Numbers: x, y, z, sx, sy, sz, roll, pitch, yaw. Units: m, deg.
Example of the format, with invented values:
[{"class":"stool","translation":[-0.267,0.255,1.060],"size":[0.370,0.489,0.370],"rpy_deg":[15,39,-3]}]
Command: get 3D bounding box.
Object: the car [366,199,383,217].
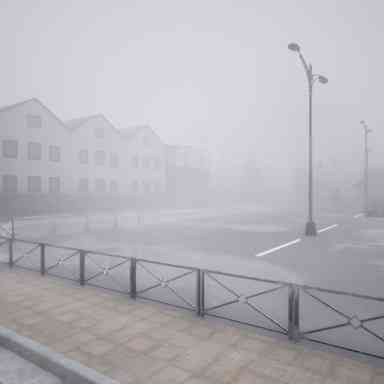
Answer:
[{"class":"car","translation":[15.339,1.298,26.865],"size":[2.007,1.523,4.514],"rpy_deg":[0,0,35]}]
